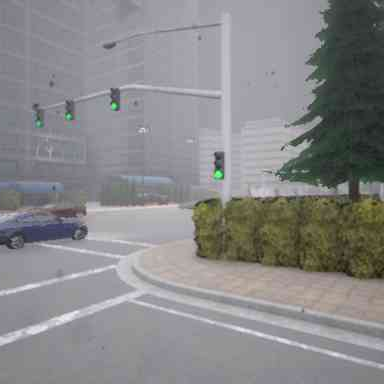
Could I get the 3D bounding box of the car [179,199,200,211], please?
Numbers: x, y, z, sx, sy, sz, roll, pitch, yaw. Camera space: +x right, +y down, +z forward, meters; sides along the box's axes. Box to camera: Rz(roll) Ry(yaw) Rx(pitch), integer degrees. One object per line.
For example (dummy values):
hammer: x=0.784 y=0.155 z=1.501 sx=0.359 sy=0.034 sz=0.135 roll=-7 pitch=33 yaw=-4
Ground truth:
car: x=0.210 y=1.586 z=42.985 sx=1.812 sy=1.442 sz=4.674 roll=0 pitch=0 yaw=35

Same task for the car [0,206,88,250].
car: x=-6.794 y=1.561 z=14.514 sx=1.812 sy=1.442 sz=4.674 roll=0 pitch=0 yaw=35

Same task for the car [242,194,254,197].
car: x=9.237 y=1.175 z=55.705 sx=1.837 sy=1.490 sz=4.892 roll=0 pitch=0 yaw=35

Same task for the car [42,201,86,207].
car: x=-10.974 y=1.538 z=27.072 sx=1.882 sy=1.535 sz=5.008 roll=0 pitch=0 yaw=35

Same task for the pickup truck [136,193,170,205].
pickup truck: x=-6.892 y=1.151 z=55.564 sx=6.274 sy=2.098 sz=2.390 roll=0 pitch=0 yaw=-24
